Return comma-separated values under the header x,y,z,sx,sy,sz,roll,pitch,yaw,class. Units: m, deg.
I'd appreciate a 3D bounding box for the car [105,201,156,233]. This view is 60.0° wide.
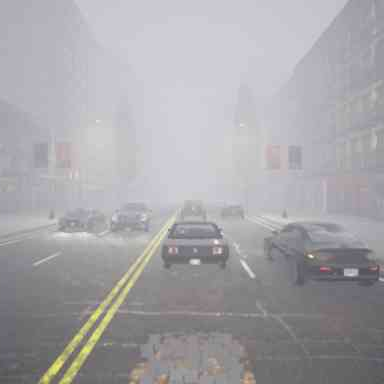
x,y,z,sx,sy,sz,roll,pitch,yaw,class
-3.348,1.356,19.631,2.097,1.767,4.553,0,0,0,car

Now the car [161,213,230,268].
x,y,z,sx,sy,sz,roll,pitch,yaw,class
0.089,1.604,11.228,1.895,1.301,4.718,0,0,0,car

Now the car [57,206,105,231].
x,y,z,sx,sy,sz,roll,pitch,yaw,class
-6.597,1.568,20.376,1.994,1.385,4.181,0,0,0,car

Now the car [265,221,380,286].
x,y,z,sx,sy,sz,roll,pitch,yaw,class
3.339,1.529,9.300,1.812,1.442,4.674,0,0,0,car

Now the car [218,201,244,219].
x,y,z,sx,sy,sz,roll,pitch,yaw,class
3.356,1.497,29.015,2.128,1.511,4.902,0,0,0,car

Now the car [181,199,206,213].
x,y,z,sx,sy,sz,roll,pitch,yaw,class
0.106,1.357,28.798,2.097,1.767,4.553,0,0,0,car
